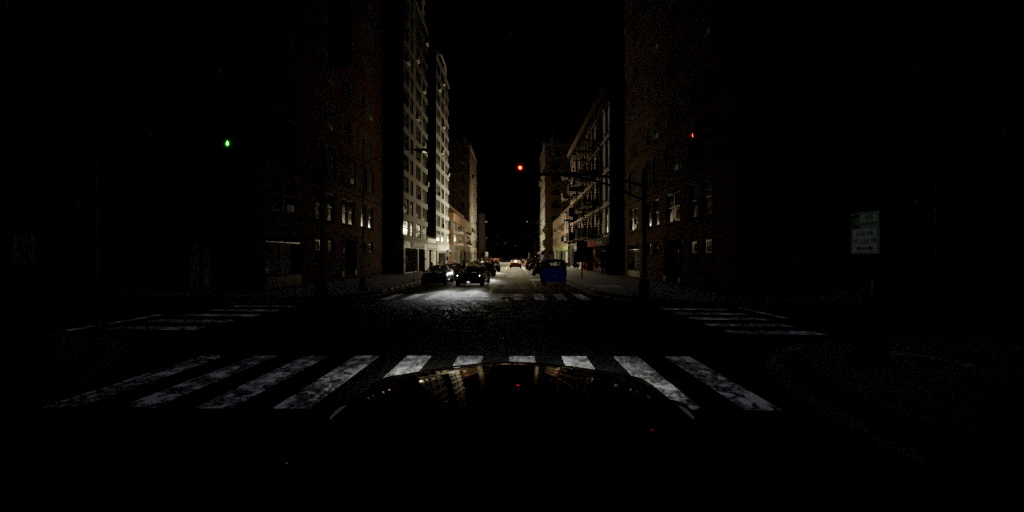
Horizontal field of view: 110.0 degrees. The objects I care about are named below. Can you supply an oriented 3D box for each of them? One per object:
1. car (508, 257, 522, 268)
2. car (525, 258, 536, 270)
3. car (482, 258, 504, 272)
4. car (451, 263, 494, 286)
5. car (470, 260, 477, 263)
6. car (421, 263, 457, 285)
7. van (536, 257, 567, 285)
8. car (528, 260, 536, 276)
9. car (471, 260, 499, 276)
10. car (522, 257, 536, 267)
[{"bbox_3d":[0.602,1.336,59.039,1.895,1.301,4.718,0,0,1],"label":"car"},{"bbox_3d":[3.039,1.325,48.082,1.802,1.307,4.207,0,0,1],"label":"car"},{"bbox_3d":[-2.464,1.309,45.193,1.994,1.385,4.181,0,0,1],"label":"car"},{"bbox_3d":[-2.658,1.349,25.127,1.895,1.301,4.718,0,0,4],"label":"car"},{"bbox_3d":[-4.987,1.269,47.977,1.751,1.417,4.829,0,0,1],"label":"car"},{"bbox_3d":[-5.185,1.299,25.419,2.007,1.370,4.403,0,0,1],"label":"car"},{"bbox_3d":[2.840,1.089,25.358,1.690,1.789,3.998,0,0,1],"label":"van"},{"bbox_3d":[2.939,1.329,36.720,1.802,1.307,4.207,0,0,1],"label":"car"},{"bbox_3d":[-2.558,1.348,35.139,1.895,1.301,4.718,0,0,0],"label":"car"},{"bbox_3d":[3.089,1.054,53.764,2.192,1.841,5.009,0,0,1],"label":"car"}]
